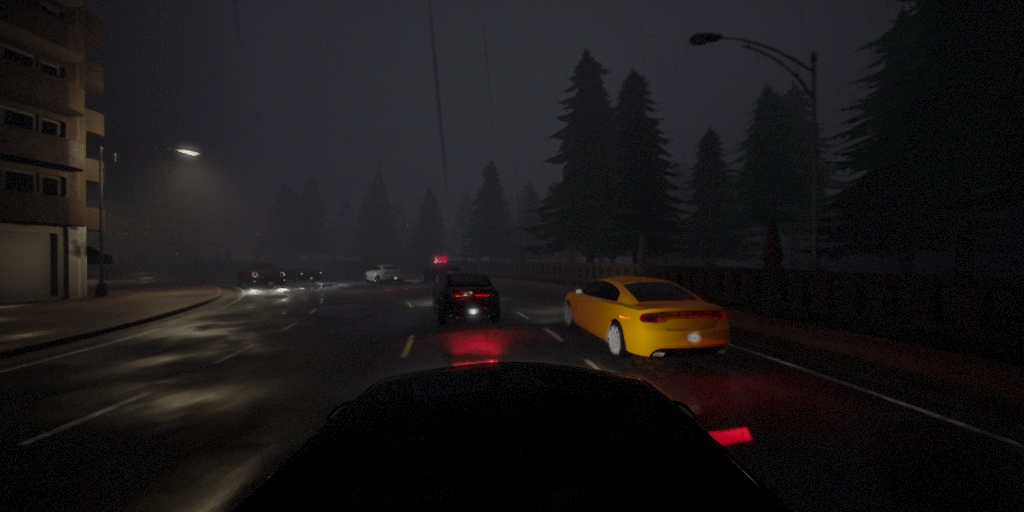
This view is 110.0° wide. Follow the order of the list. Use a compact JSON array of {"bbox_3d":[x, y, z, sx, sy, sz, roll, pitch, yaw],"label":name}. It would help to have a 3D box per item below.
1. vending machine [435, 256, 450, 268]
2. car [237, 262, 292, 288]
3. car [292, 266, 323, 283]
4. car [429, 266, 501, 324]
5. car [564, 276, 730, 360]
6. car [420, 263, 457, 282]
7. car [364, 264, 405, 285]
[{"bbox_3d":[-6.929,0.995,35.337,0.880,2.100,1.100,0,0,44],"label":"vending machine"},{"bbox_3d":[-17.604,1.237,25.192,4.553,1.767,2.097,0,0,42],"label":"car"},{"bbox_3d":[-17.776,1.486,30.043,4.718,1.301,1.895,0,0,37],"label":"car"},{"bbox_3d":[-1.673,1.267,12.153,1.837,1.490,4.892,0,0,-15],"label":"car"},{"bbox_3d":[2.691,1.205,8.433,1.882,1.535,5.008,0,0,-8],"label":"car"},{"bbox_3d":[-5.413,1.294,27.379,1.837,1.490,4.892,0,0,-36],"label":"car"},{"bbox_3d":[-9.735,1.348,27.286,1.812,1.442,4.674,0,0,-39],"label":"car"}]
